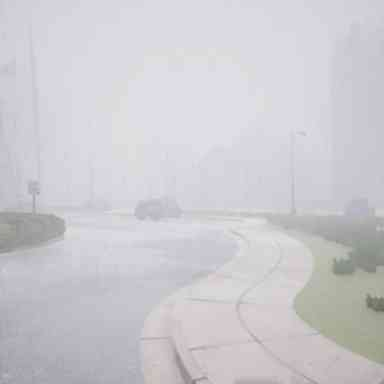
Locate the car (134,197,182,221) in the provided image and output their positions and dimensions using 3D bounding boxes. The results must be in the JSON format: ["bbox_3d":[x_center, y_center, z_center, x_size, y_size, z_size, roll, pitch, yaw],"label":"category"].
[{"bbox_3d":[-2.933,1.489,29.252,1.932,1.855,4.605,-1,0,35],"label":"car"}]

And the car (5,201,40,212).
[{"bbox_3d":[-21.426,1.909,42.029,1.784,1.438,3.905,-1,0,35],"label":"car"}]

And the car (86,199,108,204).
[{"bbox_3d":[-15.004,1.906,53.240,1.816,1.474,4.193,-1,0,35],"label":"car"}]

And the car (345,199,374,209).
[{"bbox_3d":[16.156,1.530,32.036,2.242,1.667,4.611,-1,0,35],"label":"car"}]

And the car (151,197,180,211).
[{"bbox_3d":[-3.649,1.588,45.955,1.905,1.878,3.866,-1,0,35],"label":"car"}]
